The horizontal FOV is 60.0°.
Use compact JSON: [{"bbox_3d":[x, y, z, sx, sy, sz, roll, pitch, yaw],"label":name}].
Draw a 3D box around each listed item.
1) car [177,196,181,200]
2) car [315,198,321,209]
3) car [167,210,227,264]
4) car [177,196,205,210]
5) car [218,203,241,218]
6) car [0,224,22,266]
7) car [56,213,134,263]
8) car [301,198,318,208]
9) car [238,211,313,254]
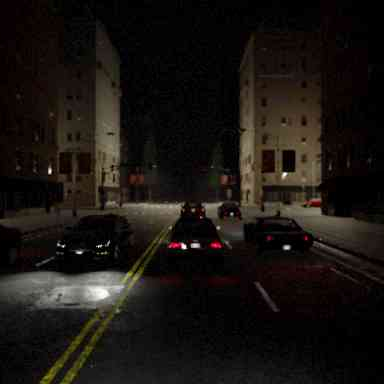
[{"bbox_3d":[-3.275,1.991,95.518,1.882,1.535,5.008,0,0,0],"label":"car"},{"bbox_3d":[18.863,1.825,43.280,4.313,1.339,1.947,0,0,0],"label":"car"},{"bbox_3d":[0.095,1.617,12.124,2.033,1.411,5.357,0,0,0],"label":"car"},{"bbox_3d":[0.093,1.516,28.697,2.097,1.767,4.553,0,0,0],"label":"car"},{"bbox_3d":[3.343,1.698,30.118,1.812,1.442,4.674,0,0,0],"label":"car"},{"bbox_3d":[-6.604,1.530,9.054,1.882,1.535,5.008,0,0,0],"label":"car"},{"bbox_3d":[-3.354,1.577,12.329,1.837,1.490,4.892,0,-1,0],"label":"car"},{"bbox_3d":[18.902,1.710,51.305,4.097,1.590,1.967,0,0,0],"label":"car"},{"bbox_3d":[3.345,1.681,13.947,1.895,1.301,4.718,0,0,0],"label":"car"}]
